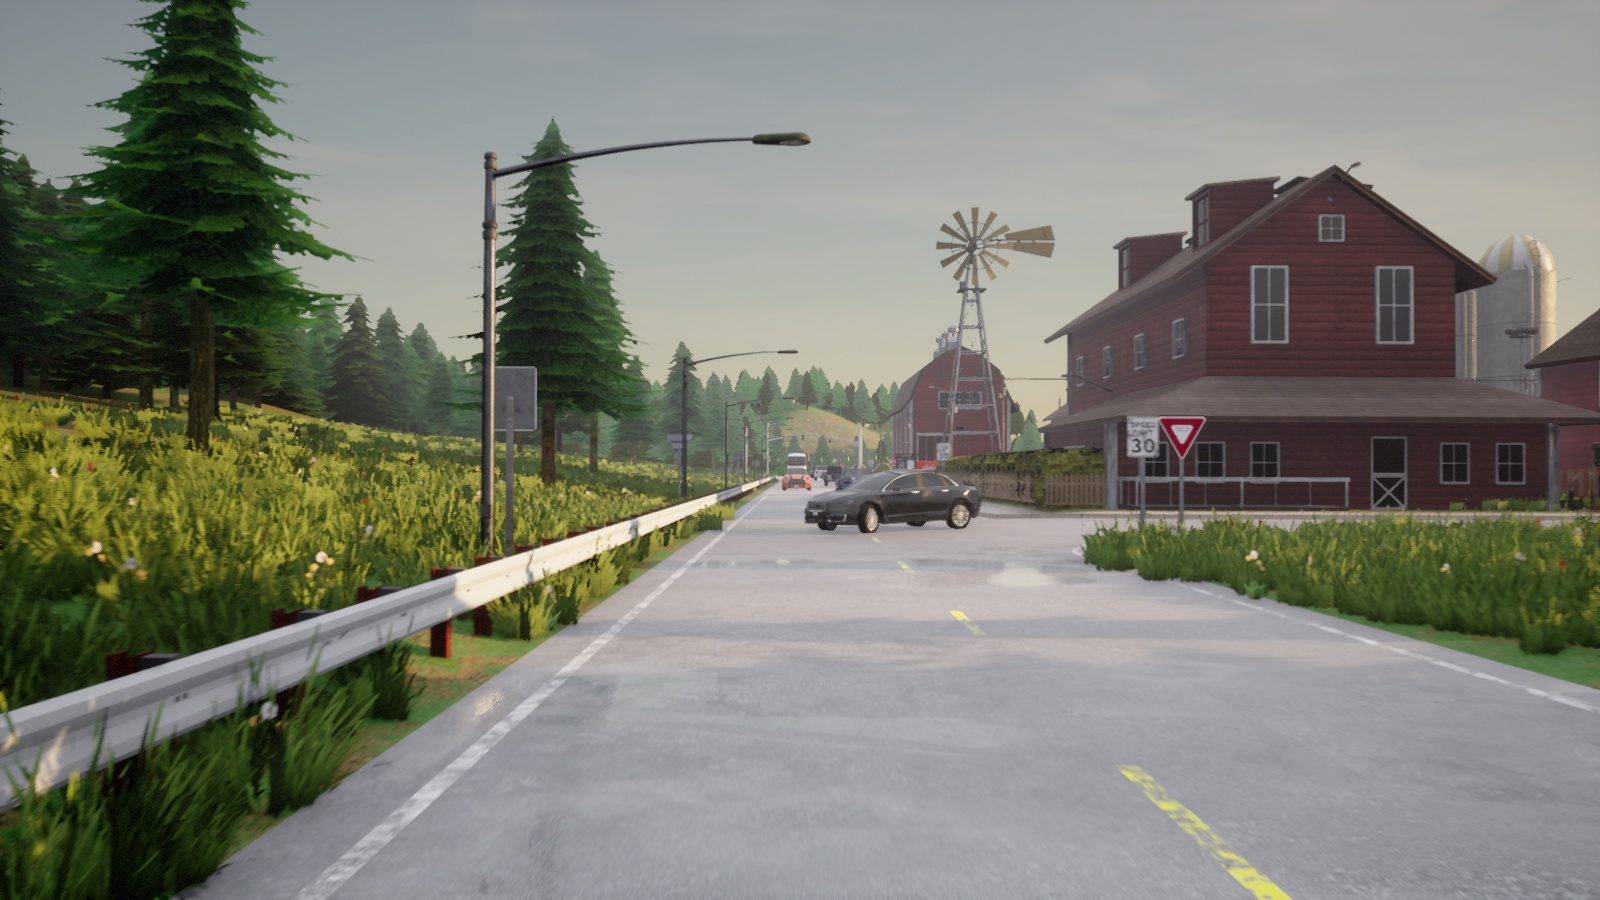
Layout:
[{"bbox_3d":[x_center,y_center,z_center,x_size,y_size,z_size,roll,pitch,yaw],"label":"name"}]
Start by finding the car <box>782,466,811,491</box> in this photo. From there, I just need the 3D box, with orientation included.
[{"bbox_3d":[-0.225,2.097,93.181,2.097,1.767,4.553,0,-1,0],"label":"car"}]

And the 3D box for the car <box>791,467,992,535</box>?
[{"bbox_3d":[2.326,1.233,31.205,4.892,1.490,1.837,-1,-1,-36],"label":"car"}]

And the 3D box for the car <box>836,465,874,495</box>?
[{"bbox_3d":[3.315,1.823,76.231,2.097,1.767,4.553,0,-1,0],"label":"car"}]
